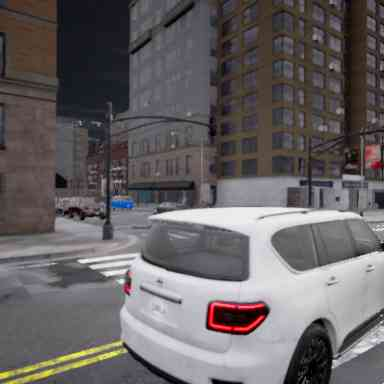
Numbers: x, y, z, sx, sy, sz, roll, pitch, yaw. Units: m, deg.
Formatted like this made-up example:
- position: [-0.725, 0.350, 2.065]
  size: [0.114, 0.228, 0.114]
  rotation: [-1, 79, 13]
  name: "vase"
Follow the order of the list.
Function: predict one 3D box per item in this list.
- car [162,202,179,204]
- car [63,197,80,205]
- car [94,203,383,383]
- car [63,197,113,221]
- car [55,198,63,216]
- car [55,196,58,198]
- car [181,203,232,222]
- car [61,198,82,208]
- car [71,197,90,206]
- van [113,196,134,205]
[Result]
- position: [-2.165, 1.617, 32.191]
  size: [2.008, 1.369, 4.403]
  rotation: [1, 0, -35]
  name: "car"
- position: [-21.774, 1.652, 59.931]
  size: [1.802, 1.307, 4.206]
  rotation: [1, 0, -35]
  name: "car"
- position: [1.604, 1.233, 5.163]
  size: [5.566, 2.045, 2.150]
  rotation: [0, 0, -44]
  name: "car"
- position: [-8.716, 1.319, 27.560]
  size: [2.192, 1.841, 5.009]
  rotation: [1, 0, -35]
  name: "car"
- position: [-11.986, 1.571, 32.182]
  size: [1.947, 1.339, 4.313]
  rotation: [1, 0, -35]
  name: "car"
- position: [-24.455, 1.614, 59.166]
  size: [1.994, 1.385, 4.181]
  rotation: [1, 0, -35]
  name: "car"
- position: [1.103, 1.632, 27.568]
  size: [1.947, 1.339, 4.313]
  rotation: [1, 0, -35]
  name: "car"
- position: [-18.499, 1.650, 50.910]
  size: [1.895, 1.301, 4.718]
  rotation: [1, 0, -35]
  name: "car"
- position: [-18.604, 1.594, 55.447]
  size: [1.752, 1.417, 4.829]
  rotation: [1, 0, -35]
  name: "car"
- position: [-8.700, 1.408, 41.439]
  size: [1.690, 1.788, 3.998]
  rotation: [1, 0, -35]
  name: "van"
